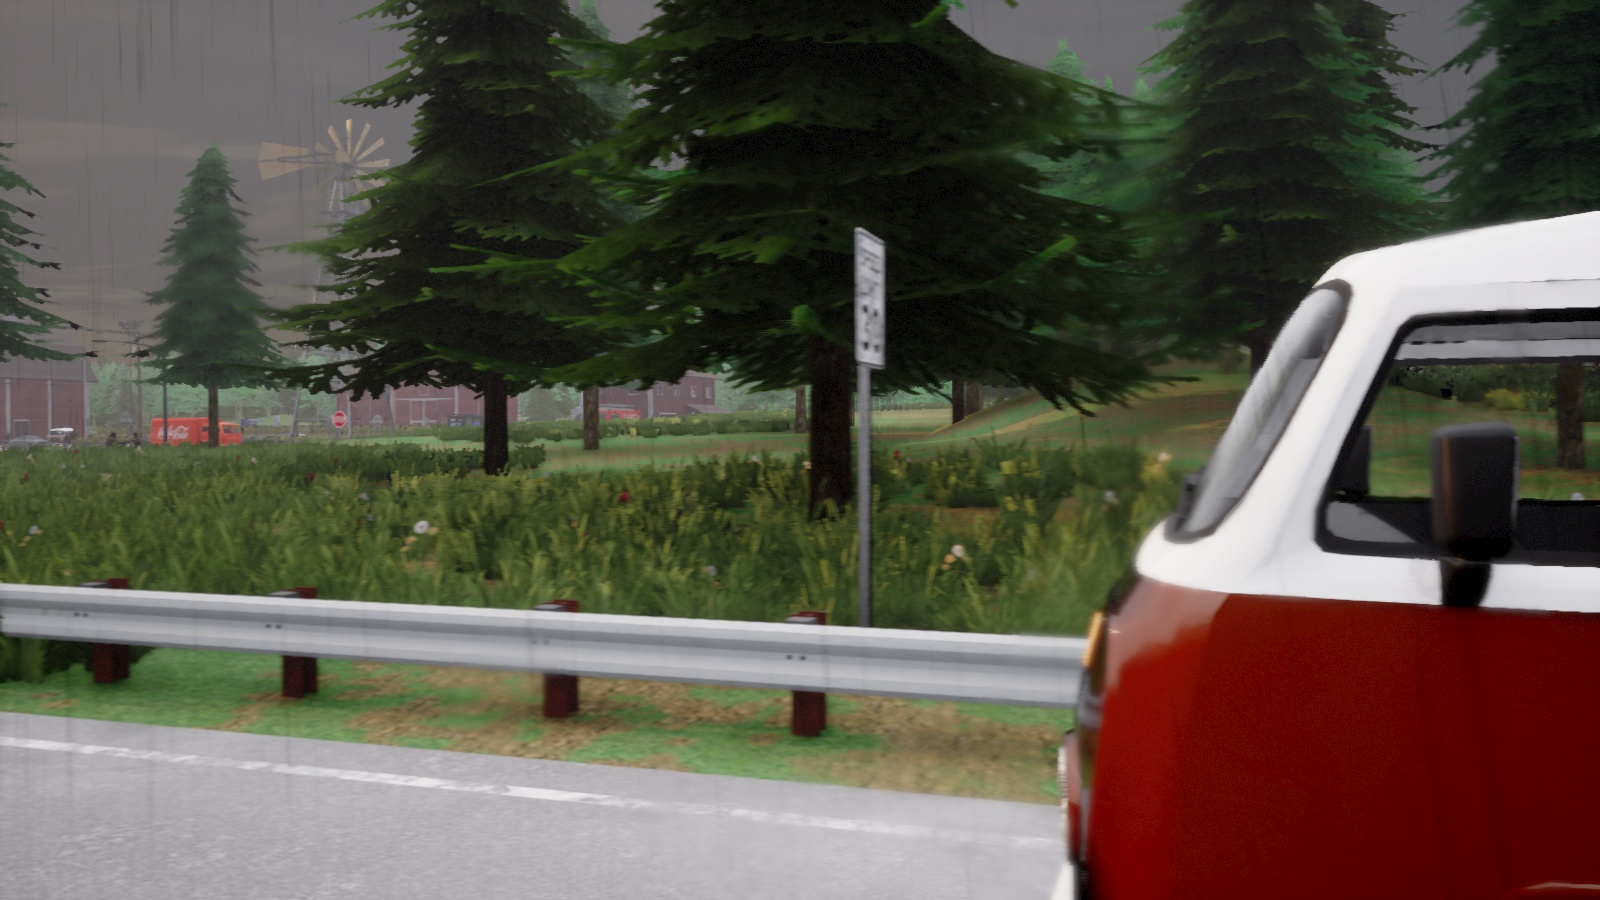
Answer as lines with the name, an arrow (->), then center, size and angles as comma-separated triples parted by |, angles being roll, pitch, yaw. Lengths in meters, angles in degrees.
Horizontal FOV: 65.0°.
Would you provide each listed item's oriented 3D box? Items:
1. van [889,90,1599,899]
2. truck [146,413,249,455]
van -> 2.602, 0.523, 2.313 | 4.480, 2.038, 2.069 | 1, 1, 19
truck -> -36.629, -1.000, 76.417 | 5.204, 2.467, 2.627 | 0, 1, 16
